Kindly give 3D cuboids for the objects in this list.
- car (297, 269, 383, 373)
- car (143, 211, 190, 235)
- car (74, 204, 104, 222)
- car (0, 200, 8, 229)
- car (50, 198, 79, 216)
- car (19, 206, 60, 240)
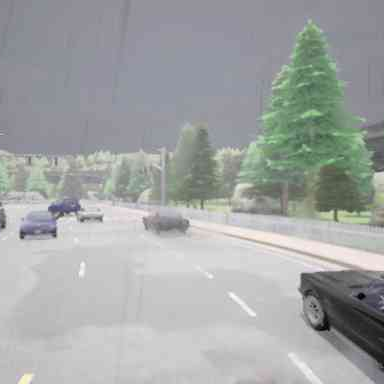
[{"bbox_3d":[3.059,1.643,4.129,1.895,1.301,4.718,0,-1,-6],"label":"car"},{"bbox_3d":[-1.764,1.864,20.880,1.895,1.301,4.718,0,-1,-21],"label":"car"},{"bbox_3d":[-9.271,2.003,30.160,1.895,1.301,4.718,0,-1,-24],"label":"car"},{"bbox_3d":[-13.346,1.531,21.335,2.150,2.045,5.566,0,-1,-21],"label":"car"},{"bbox_3d":[-15.220,1.778,39.684,2.150,2.045,5.566,0,-1,-41],"label":"car"},{"bbox_3d":[-8.691,1.790,19.071,1.812,1.442,4.674,0,-1,-22],"label":"car"}]
